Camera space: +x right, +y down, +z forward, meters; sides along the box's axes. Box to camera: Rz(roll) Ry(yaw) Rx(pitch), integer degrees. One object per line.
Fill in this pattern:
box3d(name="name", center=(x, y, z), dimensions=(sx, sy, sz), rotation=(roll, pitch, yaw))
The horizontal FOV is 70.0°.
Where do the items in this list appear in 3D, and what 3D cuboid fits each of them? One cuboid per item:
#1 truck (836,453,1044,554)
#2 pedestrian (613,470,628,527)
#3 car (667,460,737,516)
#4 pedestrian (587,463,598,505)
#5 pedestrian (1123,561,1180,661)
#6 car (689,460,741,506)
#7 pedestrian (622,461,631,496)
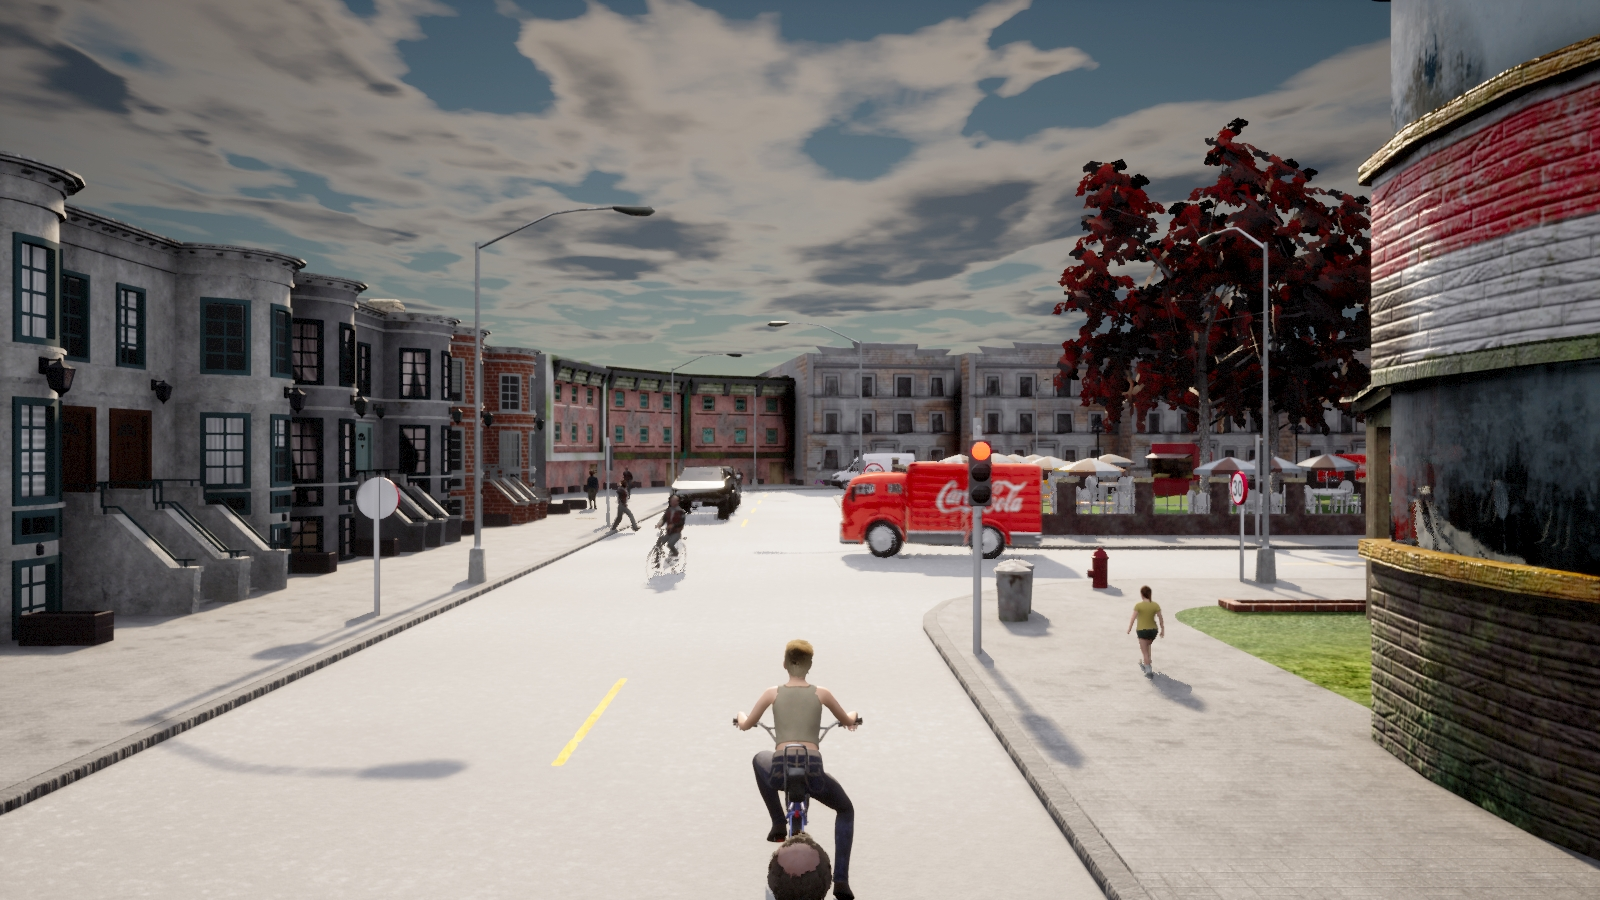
box3d(name="truck", center=(3.679, 1.340, 30.243), dimensions=(5.204, 2.467, 2.627), rotation=(0, 1, 7))
box3d(name="pedestrian", center=(-5.946, 1.613, 37.882), dimensions=(0.375, 1.860, 0.375), rotation=(0, 0, 15))
box3d(name="car", center=(-3.997, 1.515, 47.708), dimensions=(2.390, 2.098, 6.274), rotation=(0, 0, 0))
box3d(name="pedestrian", center=(-9.178, 1.504, 50.598), dimensions=(0.375, 1.860, 0.375), rotation=(0, 0, 13))
box3d(name="pedestrian", center=(4.169, 1.898, 13.560), dimensions=(0.500, 1.100, 0.500), rotation=(0, 0, -5))
box3d(name="car", center=(-4.051, 1.538, 55.431), dimensions=(2.150, 2.045, 5.566), rotation=(0, 0, 0))
box3d(name="pedestrian", center=(-9.248, 1.501, 60.912), dimensions=(0.375, 1.860, 0.375), rotation=(0, 0, 14))
